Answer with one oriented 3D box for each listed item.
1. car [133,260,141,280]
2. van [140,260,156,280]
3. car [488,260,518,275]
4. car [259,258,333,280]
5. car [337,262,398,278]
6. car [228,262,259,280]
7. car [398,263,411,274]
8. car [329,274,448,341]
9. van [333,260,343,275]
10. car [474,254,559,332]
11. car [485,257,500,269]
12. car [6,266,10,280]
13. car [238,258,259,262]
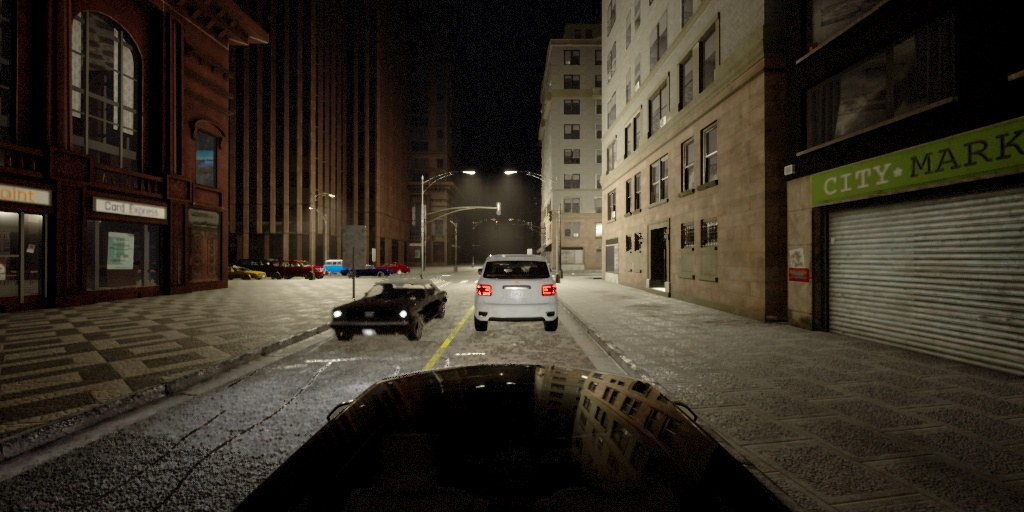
[{"bbox_3d":[-34.679,1.373,35.377,5.566,2.045,2.150,-1,0,0],"label":"car"},{"bbox_3d":[-30.883,1.435,32.782,3.998,1.789,1.690,0,0,0],"label":"van"},{"bbox_3d":[-1.108,1.266,41.095,2.128,1.511,4.902,-1,0,-18],"label":"car"},{"bbox_3d":[-19.634,1.272,32.746,5.009,1.841,2.192,0,0,0],"label":"car"},{"bbox_3d":[-14.159,1.505,35.300,4.718,1.301,1.895,-1,0,0],"label":"car"},{"bbox_3d":[-25.089,1.551,32.764,4.829,1.417,1.751,0,0,0],"label":"car"},{"bbox_3d":[-13.992,1.476,41.254,4.507,1.381,1.888,0,0,0],"label":"car"},{"bbox_3d":[-3.102,1.352,9.994,1.895,1.301,4.718,0,0,0],"label":"car"},{"bbox_3d":[-19.617,1.339,41.272,3.998,1.789,1.690,0,0,0],"label":"van"},{"bbox_3d":[0.096,0.973,11.067,2.150,2.045,5.566,0,0,0],"label":"car"},{"bbox_3d":[-3.098,1.086,57.790,2.097,1.767,4.553,0,0,0],"label":"car"},{"bbox_3d":[-47.755,1.848,32.836,4.403,1.370,2.007,0,0,0],"label":"car"},{"bbox_3d":[-24.124,1.246,35.325,5.566,2.045,2.150,-1,0,-1],"label":"car"}]
